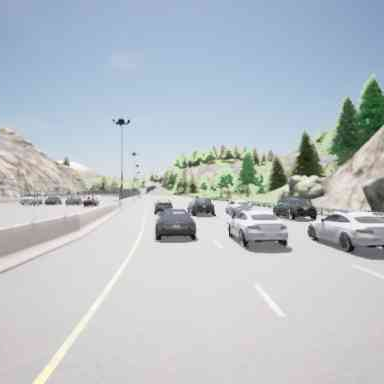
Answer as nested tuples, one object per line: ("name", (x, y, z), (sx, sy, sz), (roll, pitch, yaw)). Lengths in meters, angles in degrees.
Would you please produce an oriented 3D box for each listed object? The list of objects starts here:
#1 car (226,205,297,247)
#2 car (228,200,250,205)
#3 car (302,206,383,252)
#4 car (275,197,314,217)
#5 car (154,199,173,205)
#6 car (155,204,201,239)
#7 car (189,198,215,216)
("car", (2.830, 1.510, 14.917), (1.812, 1.442, 4.674), (0, 0, -4))
("car", (4.489, 1.495, 31.625), (1.812, 1.442, 4.674), (0, 0, -7))
("car", (6.442, 1.503, 13.616), (1.812, 1.442, 4.674), (0, 0, -4))
("car", (8.488, 1.315, 27.691), (2.097, 1.767, 4.553), (0, 0, -7))
("car", (-2.971, 1.473, 34.889), (2.128, 1.511, 4.902), (0, 0, -7))
("car", (-0.911, 1.554, 17.303), (1.994, 1.385, 4.181), (0, 0, -6))
("car", (0.867, 1.328, 32.365), (2.097, 1.767, 4.553), (0, 0, -7))
